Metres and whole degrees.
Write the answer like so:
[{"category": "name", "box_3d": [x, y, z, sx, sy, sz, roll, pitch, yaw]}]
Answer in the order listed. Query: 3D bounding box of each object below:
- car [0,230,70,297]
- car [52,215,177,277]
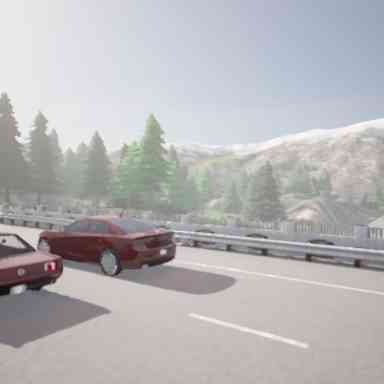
[{"category": "car", "box_3d": [-5.110, 1.563, 7.624, 4.718, 1.301, 1.895, 0, 0, 35]}, {"category": "car", "box_3d": [-2.781, 1.439, 10.263, 5.008, 1.535, 1.882, 0, 0, 35]}]
